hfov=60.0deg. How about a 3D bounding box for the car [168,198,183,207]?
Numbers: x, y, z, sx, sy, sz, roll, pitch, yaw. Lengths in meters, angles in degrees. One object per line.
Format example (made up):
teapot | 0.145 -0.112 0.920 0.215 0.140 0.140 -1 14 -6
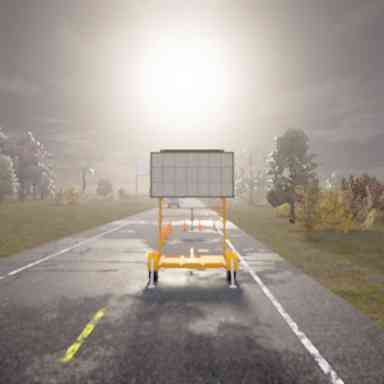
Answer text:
car | -3.461 1.994 64.229 2.150 2.045 5.566 0 -1 0

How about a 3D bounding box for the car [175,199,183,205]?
car | -3.446 2.588 89.575 2.128 1.511 4.902 0 -1 0

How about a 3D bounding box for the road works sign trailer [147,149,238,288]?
road works sign trailer | 0.007 0.575 9.590 2.380 3.560 2.880 0 -1 0
